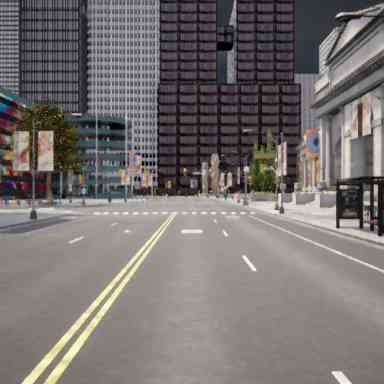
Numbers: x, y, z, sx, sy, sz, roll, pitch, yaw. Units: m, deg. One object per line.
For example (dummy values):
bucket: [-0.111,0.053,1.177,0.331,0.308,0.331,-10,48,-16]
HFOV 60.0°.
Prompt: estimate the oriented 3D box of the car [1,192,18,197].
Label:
car: [-46.031,1.272,81.377,4.674,1.452,2.002,0,0,0]
